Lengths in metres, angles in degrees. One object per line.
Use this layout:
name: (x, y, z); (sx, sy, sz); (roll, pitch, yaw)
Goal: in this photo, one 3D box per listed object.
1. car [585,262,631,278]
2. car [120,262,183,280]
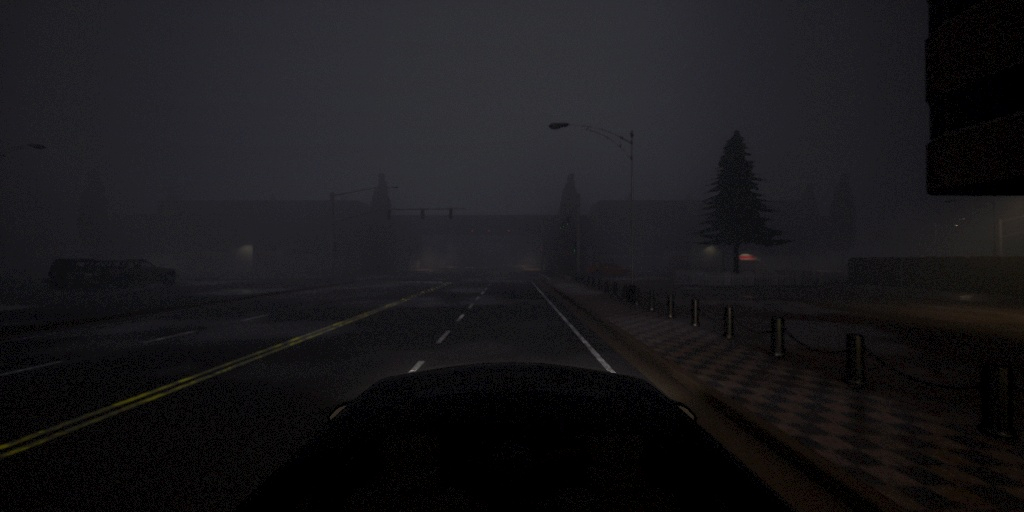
car: (10.209, 1.409, 37.680); (5.008, 1.535, 1.882); (0, -1, 0)
car: (-37.887, 1.529, 37.956); (4.718, 1.301, 1.895); (0, -1, 2)
